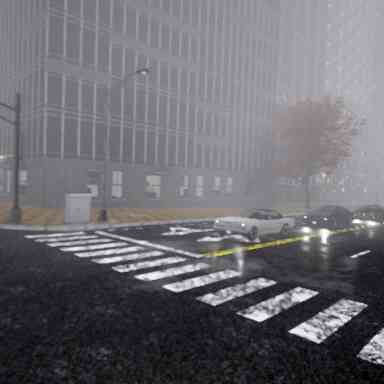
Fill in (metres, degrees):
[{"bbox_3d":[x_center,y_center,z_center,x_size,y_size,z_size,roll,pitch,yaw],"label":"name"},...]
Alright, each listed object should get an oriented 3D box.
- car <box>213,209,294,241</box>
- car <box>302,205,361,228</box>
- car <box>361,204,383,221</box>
[{"bbox_3d":[3.145,1.513,16.421,1.895,1.301,4.718,3,1,43],"label":"car"},{"bbox_3d":[9.801,1.653,23.534,2.033,1.411,5.357,4,1,43],"label":"car"},{"bbox_3d":[16.583,1.867,30.774,1.994,1.385,4.181,4,1,44],"label":"car"}]
